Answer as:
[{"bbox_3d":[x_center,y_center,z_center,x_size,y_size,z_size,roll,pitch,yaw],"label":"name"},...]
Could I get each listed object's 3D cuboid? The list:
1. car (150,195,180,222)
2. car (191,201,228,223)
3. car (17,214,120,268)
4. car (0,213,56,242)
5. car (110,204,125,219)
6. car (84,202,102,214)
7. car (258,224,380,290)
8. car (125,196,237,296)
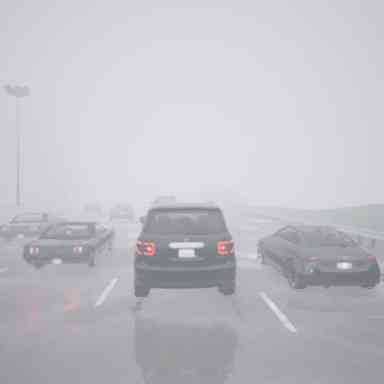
[{"bbox_3d":[-2.427,1.336,28.865,2.150,2.045,5.566,0,0,-9],"label":"car"},{"bbox_3d":[1.299,1.580,27.535,2.128,1.511,4.902,0,0,-8],"label":"car"},{"bbox_3d":[-3.924,1.664,11.524,1.895,1.301,4.718,0,0,-4],"label":"car"},{"bbox_3d":[-7.968,1.707,17.248,1.895,1.301,4.718,0,0,-6],"label":"car"},{"bbox_3d":[-6.026,1.700,28.968,1.994,1.385,4.181,0,0,-9],"label":"car"},{"bbox_3d":[-11.499,1.802,38.896,1.895,1.301,4.718,0,0,-13],"label":"car"},{"bbox_3d":[3.196,1.578,9.221,1.994,1.385,4.181,0,0,-3],"label":"car"},{"bbox_3d":[-0.253,1.254,8.923,2.150,2.045,5.566,0,0,-3],"label":"car"}]
